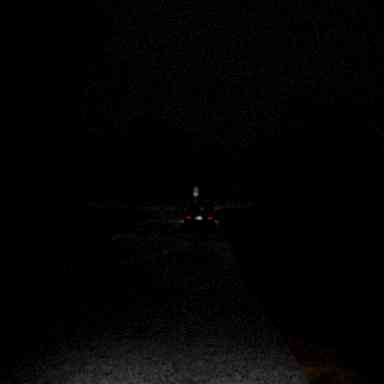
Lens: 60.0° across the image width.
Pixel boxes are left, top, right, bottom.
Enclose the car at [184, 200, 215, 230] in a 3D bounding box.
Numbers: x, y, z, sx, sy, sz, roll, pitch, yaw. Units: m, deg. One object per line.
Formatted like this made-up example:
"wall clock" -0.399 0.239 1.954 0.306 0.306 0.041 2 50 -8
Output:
"car" 0.450 1.454 20.515 2.033 1.411 5.357 0 0 1
